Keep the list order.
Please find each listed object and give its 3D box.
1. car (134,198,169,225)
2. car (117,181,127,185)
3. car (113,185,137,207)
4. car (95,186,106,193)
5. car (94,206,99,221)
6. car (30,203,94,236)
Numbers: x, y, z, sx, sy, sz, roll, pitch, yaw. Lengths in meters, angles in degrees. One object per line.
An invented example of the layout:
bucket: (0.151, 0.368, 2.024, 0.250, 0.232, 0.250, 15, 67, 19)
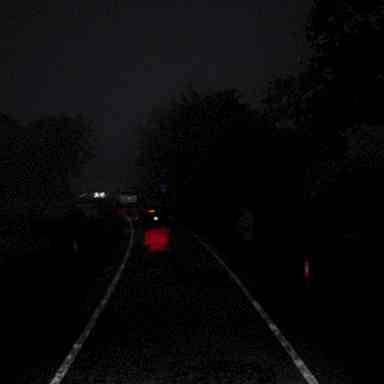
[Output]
car: (-2.732, 1.353, 22.829, 1.837, 1.490, 4.892, -1, 1, -12)
car: (-17.043, -1.561, 81.062, 2.150, 2.045, 5.566, -1, 3, -10)
car: (-8.064, 0.641, 40.093, 2.150, 2.045, 5.566, -1, 3, -21)
car: (-19.466, -0.567, 70.895, 2.128, 1.511, 4.902, -1, 3, -11)
car: (-8.392, 1.640, 25.862, 2.002, 1.452, 4.674, 1, 0, -7)
car: (-7.772, 1.610, 19.749, 2.097, 1.535, 5.008, -1, 0, -1)
